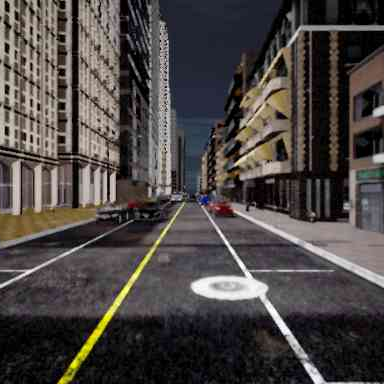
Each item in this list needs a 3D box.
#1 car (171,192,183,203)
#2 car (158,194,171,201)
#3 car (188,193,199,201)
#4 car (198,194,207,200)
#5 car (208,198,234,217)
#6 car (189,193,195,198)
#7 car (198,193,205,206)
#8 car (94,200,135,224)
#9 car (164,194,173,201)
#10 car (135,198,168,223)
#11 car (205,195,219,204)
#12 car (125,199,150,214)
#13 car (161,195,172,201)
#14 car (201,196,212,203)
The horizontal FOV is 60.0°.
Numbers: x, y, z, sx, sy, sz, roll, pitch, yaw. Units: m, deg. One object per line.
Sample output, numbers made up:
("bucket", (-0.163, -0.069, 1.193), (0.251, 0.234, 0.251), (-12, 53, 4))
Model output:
("car", (-2.995, 1.026, 66.862), (2.150, 2.045, 5.566), (0, 0, 0))
("car", (-5.681, 1.380, 63.409), (1.947, 1.339, 4.313), (0, 0, 0))
("car", (0.010, 1.176, 71.201), (2.128, 1.511, 4.902), (0, 0, 0))
("car", (2.703, 1.202, 86.001), (1.967, 1.590, 4.097), (0, 0, 0))
("car", (2.695, 1.489, 29.517), (1.802, 1.307, 4.206), (0, 0, 0))
("car", (0.016, 1.058, 95.001), (1.837, 1.490, 4.892), (0, 0, 0))
("car", (2.368, 1.319, 52.821), (1.882, 1.535, 5.008), (0, 0, 0))
("car", (-5.685, 1.475, 23.869), (2.008, 1.369, 4.403), (0, 0, 0))
("car", (-5.678, 1.215, 80.355), (1.967, 1.590, 4.097), (0, 0, 0))
("car", (-3.094, 1.426, 24.792), (1.837, 1.490, 4.892), (0, 0, 0))
("car", (2.696, 1.331, 35.165), (1.967, 1.590, 4.097), (0, 0, 0))
("car", (-5.684, 1.436, 35.167), (1.887, 1.381, 4.507), (0, 0, 0))
("car", (-5.678, 1.338, 74.705), (2.008, 1.369, 4.403), (0, 0, 0))
("car", (2.701, 1.380, 63.408), (1.947, 1.339, 4.313), (0, 0, 0))
